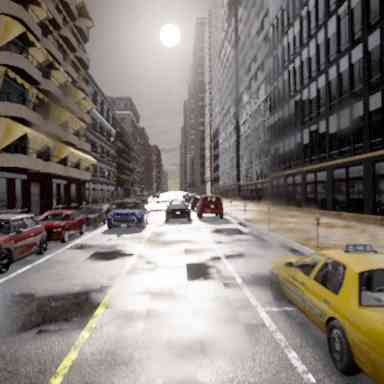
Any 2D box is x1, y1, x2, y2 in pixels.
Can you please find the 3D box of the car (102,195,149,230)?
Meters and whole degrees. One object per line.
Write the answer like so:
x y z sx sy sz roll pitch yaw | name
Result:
-3.950 1.305 20.986 2.097 1.767 4.553 -1 0 -3 | car

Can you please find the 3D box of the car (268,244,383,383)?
2.513 1.476 5.310 1.752 1.417 4.829 0 0 -3 | car

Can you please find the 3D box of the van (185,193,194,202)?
-0.458 1.044 67.233 1.690 1.788 3.998 0 0 -3 | van

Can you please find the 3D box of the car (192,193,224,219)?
1.439 1.182 27.719 2.192 1.841 5.009 0 0 -3 | car

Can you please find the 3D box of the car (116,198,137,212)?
-7.466 1.438 38.439 1.752 1.417 4.829 0 0 -3 | car

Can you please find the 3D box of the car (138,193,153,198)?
-8.286 1.156 55.544 2.192 1.841 5.009 0 0 -3 | car

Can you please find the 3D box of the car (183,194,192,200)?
-1.001 1.220 78.523 1.947 1.339 4.313 0 0 -3 | car

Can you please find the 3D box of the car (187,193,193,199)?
0.897 1.137 39.008 2.192 1.841 5.009 0 0 -3 | car

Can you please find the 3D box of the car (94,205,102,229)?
-6.662 1.544 21.675 1.947 1.339 4.313 0 0 -3 | car

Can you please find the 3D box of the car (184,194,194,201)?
-0.730 1.244 72.879 1.947 1.339 4.313 0 0 -3 | car

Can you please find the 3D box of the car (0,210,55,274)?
-6.119 1.461 10.384 1.967 1.590 4.097 0 0 -3 | car

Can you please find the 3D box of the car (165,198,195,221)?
-1.099 1.464 26.127 1.994 1.385 4.181 -1 0 -3 | car

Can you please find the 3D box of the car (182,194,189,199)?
-1.813 1.144 95.457 1.947 1.339 4.313 0 0 -3 | car

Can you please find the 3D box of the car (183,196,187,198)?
-1.720 1.450 39.035 1.895 1.301 4.718 -1 0 -3 | car

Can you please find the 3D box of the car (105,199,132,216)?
-7.203 1.479 32.966 1.887 1.381 4.507 0 0 -3 | car

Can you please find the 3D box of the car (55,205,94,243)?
-6.391 1.544 16.031 1.887 1.381 4.507 0 0 -3 | car

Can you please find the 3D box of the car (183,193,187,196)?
-0.187 1.167 61.587 1.967 1.590 4.097 0 0 -3 | car

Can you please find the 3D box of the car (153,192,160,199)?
-10.182 0.983 95.057 2.192 1.841 5.009 0 0 -3 | car
